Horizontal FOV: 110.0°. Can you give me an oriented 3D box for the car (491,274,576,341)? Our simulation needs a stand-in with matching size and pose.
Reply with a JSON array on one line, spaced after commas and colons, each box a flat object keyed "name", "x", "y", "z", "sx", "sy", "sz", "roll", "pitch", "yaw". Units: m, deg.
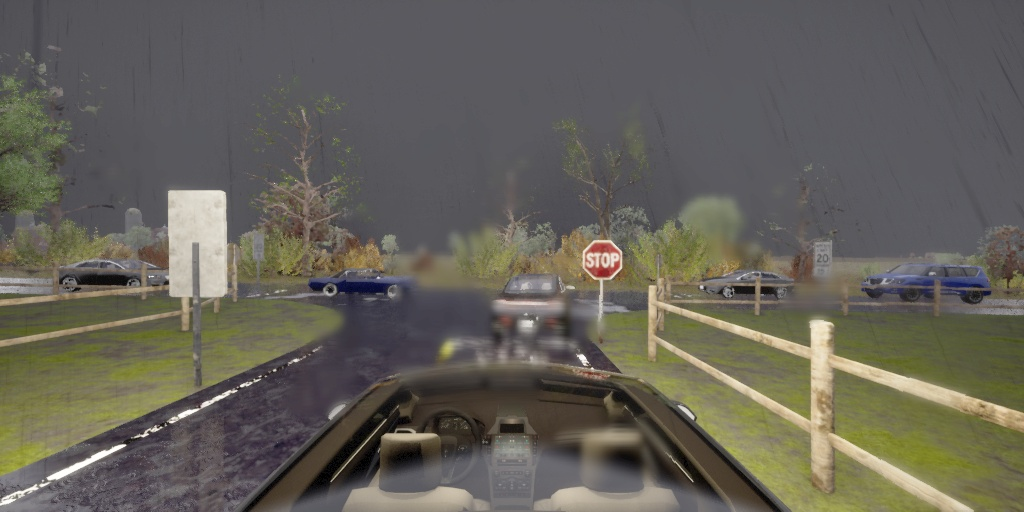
[{"name": "car", "x": 0.706, "y": 1.240, "z": 9.973, "sx": 2.128, "sy": 1.511, "sz": 4.902, "roll": 0, "pitch": 0, "yaw": 9}]

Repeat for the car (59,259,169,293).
[{"name": "car", "x": -18.490, "y": 0.885, "z": 17.020, "sx": 4.902, "sy": 1.511, "sz": 2.128, "roll": 1, "pitch": 1, "yaw": 0}]

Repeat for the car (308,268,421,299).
[{"name": "car", "x": -6.823, "y": 1.248, "z": 17.004, "sx": 4.718, "sy": 1.301, "sz": 1.895, "roll": 1, "pitch": 1, "yaw": 0}]

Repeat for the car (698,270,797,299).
[{"name": "car", "x": 13.003, "y": 1.525, "z": 19.932, "sx": 4.902, "sy": 1.511, "sz": 2.128, "roll": 1, "pitch": 1, "yaw": 0}]

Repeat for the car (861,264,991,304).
[{"name": "car", "x": 22.899, "y": 1.466, "z": 19.922, "sx": 5.566, "sy": 2.045, "sz": 2.150, "roll": 1, "pitch": 1, "yaw": 0}]
